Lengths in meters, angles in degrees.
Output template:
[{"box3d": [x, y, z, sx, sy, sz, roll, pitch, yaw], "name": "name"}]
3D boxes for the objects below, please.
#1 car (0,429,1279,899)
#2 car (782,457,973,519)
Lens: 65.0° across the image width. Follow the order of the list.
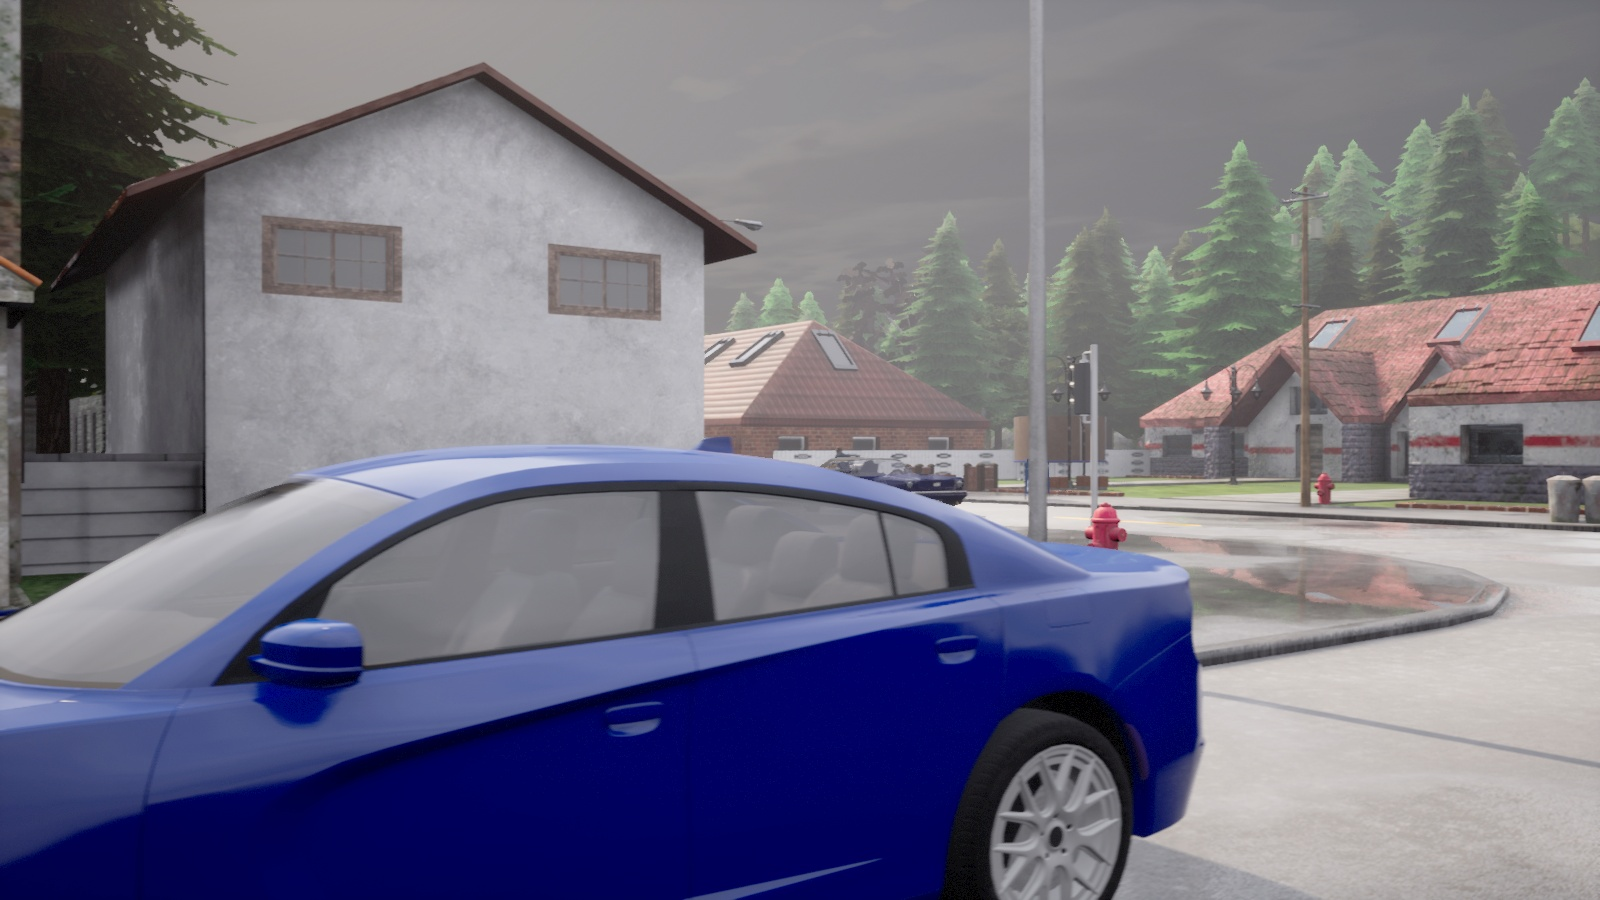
[{"box3d": [-0.957, 0.728, 3.613, 5.008, 1.535, 1.882, 0, 0, -35], "name": "car"}, {"box3d": [1.710, 0.821, 29.323, 1.895, 1.301, 4.718, 0, 0, -35], "name": "car"}]
